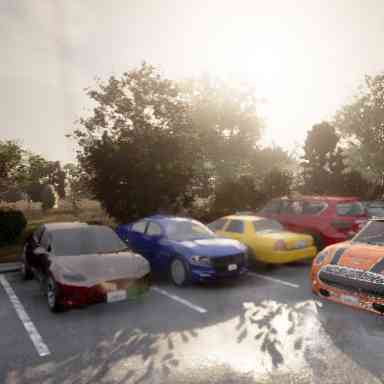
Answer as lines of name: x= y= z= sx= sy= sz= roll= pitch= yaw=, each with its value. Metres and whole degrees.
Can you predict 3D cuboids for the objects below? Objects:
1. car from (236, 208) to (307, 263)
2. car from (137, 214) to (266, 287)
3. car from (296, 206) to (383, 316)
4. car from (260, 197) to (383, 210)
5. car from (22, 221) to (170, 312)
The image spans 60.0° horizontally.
car: x=1.538 y=1.452 z=11.389 sx=1.946 sy=1.575 sz=5.366 roll=0 pitch=0 yaw=-36
car: x=-0.521 y=1.463 z=9.698 sx=2.097 sy=1.535 sz=5.008 roll=0 pitch=0 yaw=-36
car: x=4.643 y=1.326 z=7.227 sx=4.553 sy=1.767 sz=2.097 roll=0 pitch=0 yaw=-35
car: x=3.896 y=1.194 z=12.879 sx=2.435 sy=2.045 sz=5.566 roll=0 pitch=0 yaw=-36
car: x=-2.769 y=1.502 z=8.050 sx=2.163 sy=1.488 sz=4.792 roll=0 pitch=0 yaw=-36
